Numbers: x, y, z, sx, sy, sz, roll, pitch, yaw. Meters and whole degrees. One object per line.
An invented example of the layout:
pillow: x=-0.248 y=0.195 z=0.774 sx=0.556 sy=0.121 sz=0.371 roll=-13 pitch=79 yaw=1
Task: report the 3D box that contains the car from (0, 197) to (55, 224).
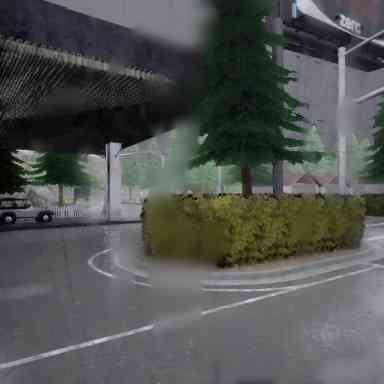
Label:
car: x=-11.923 y=1.313 z=23.509 sx=3.866 sy=1.878 sz=1.905 roll=0 pitch=0 yaw=-36
